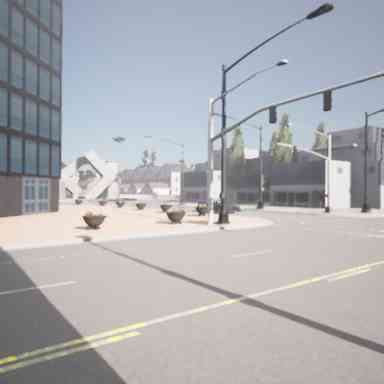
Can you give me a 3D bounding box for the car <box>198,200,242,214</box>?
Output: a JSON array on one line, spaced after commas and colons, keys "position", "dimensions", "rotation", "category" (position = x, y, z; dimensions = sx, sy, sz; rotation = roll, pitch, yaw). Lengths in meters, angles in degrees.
[{"position": [2.732, 1.495, 34.423], "dimensions": [2.033, 1.411, 5.357], "rotation": [1, 0, -35], "category": "car"}]
